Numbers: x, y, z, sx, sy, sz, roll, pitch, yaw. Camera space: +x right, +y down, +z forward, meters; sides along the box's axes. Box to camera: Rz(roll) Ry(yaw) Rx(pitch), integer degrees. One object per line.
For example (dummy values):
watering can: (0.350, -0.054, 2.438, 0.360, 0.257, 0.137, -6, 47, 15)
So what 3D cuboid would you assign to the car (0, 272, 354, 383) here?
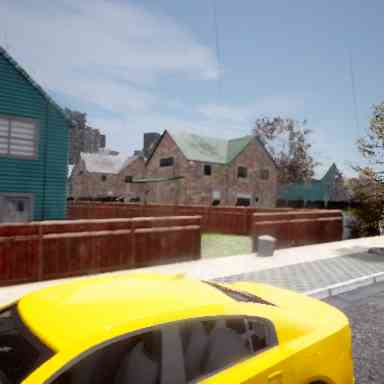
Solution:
car: (-0.783, 1.485, 2.512, 5.008, 1.535, 1.882, 1, 0, -36)
